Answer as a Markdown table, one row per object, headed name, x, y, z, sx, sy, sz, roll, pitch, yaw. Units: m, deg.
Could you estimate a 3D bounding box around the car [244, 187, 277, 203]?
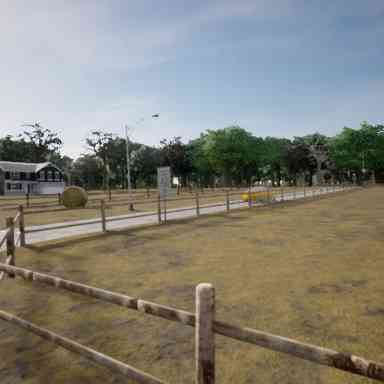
| name | x | y | z | sx | sy | sz | roll | pitch | yaw |
| --- | --- | --- | --- | --- | --- | --- | --- | --- | --- |
| car | 7.077 | 0.208 | 34.035 | 1.882 | 1.535 | 5.008 | -3 | 1 | 35 |
